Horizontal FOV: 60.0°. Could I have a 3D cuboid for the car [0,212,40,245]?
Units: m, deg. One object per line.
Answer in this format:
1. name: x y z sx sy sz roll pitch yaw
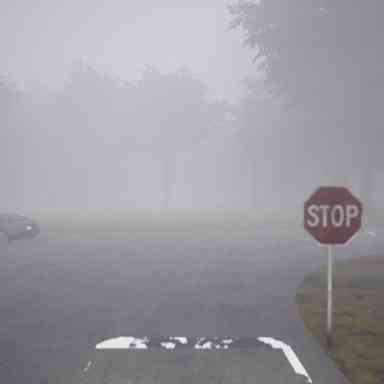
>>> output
1. car: -9.640 1.699 16.105 4.181 1.385 1.994 -1 1 13
